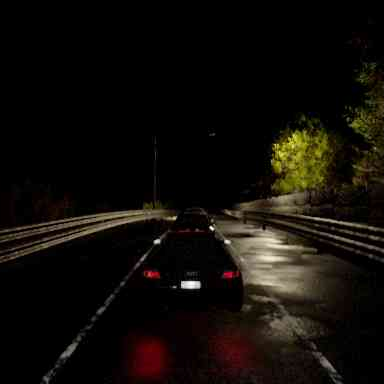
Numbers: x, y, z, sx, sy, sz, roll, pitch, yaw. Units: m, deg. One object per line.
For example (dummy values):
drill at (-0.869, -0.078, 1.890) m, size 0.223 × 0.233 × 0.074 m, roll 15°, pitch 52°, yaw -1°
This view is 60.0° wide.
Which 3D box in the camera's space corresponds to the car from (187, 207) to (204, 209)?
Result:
car at (0.088, 1.863, 20.464) m, size 2.128 × 1.511 × 4.902 m, roll 0°, pitch -2°, yaw 1°

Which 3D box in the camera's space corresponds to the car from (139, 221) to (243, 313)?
car at (0.007, 1.614, 7.802) m, size 1.994 × 1.385 × 4.181 m, roll 0°, pitch -1°, yaw 1°

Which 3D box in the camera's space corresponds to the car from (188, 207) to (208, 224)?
car at (0.693, 2.539, 37.201) m, size 2.097 × 1.767 × 4.553 m, roll 0°, pitch -3°, yaw 3°

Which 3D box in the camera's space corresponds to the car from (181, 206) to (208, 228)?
car at (0.264, 2.071, 28.323) m, size 2.097 × 1.767 × 4.553 m, roll 0°, pitch -3°, yaw 2°

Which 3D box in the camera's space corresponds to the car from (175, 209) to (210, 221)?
car at (0.025, 1.687, 14.458) m, size 1.837 × 1.490 × 4.892 m, roll 0°, pitch -2°, yaw 0°

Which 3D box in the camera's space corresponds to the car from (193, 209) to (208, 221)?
car at (1.204, 3.150, 46.390) m, size 1.882 × 1.535 × 5.008 m, roll 0°, pitch -3°, yaw 4°
